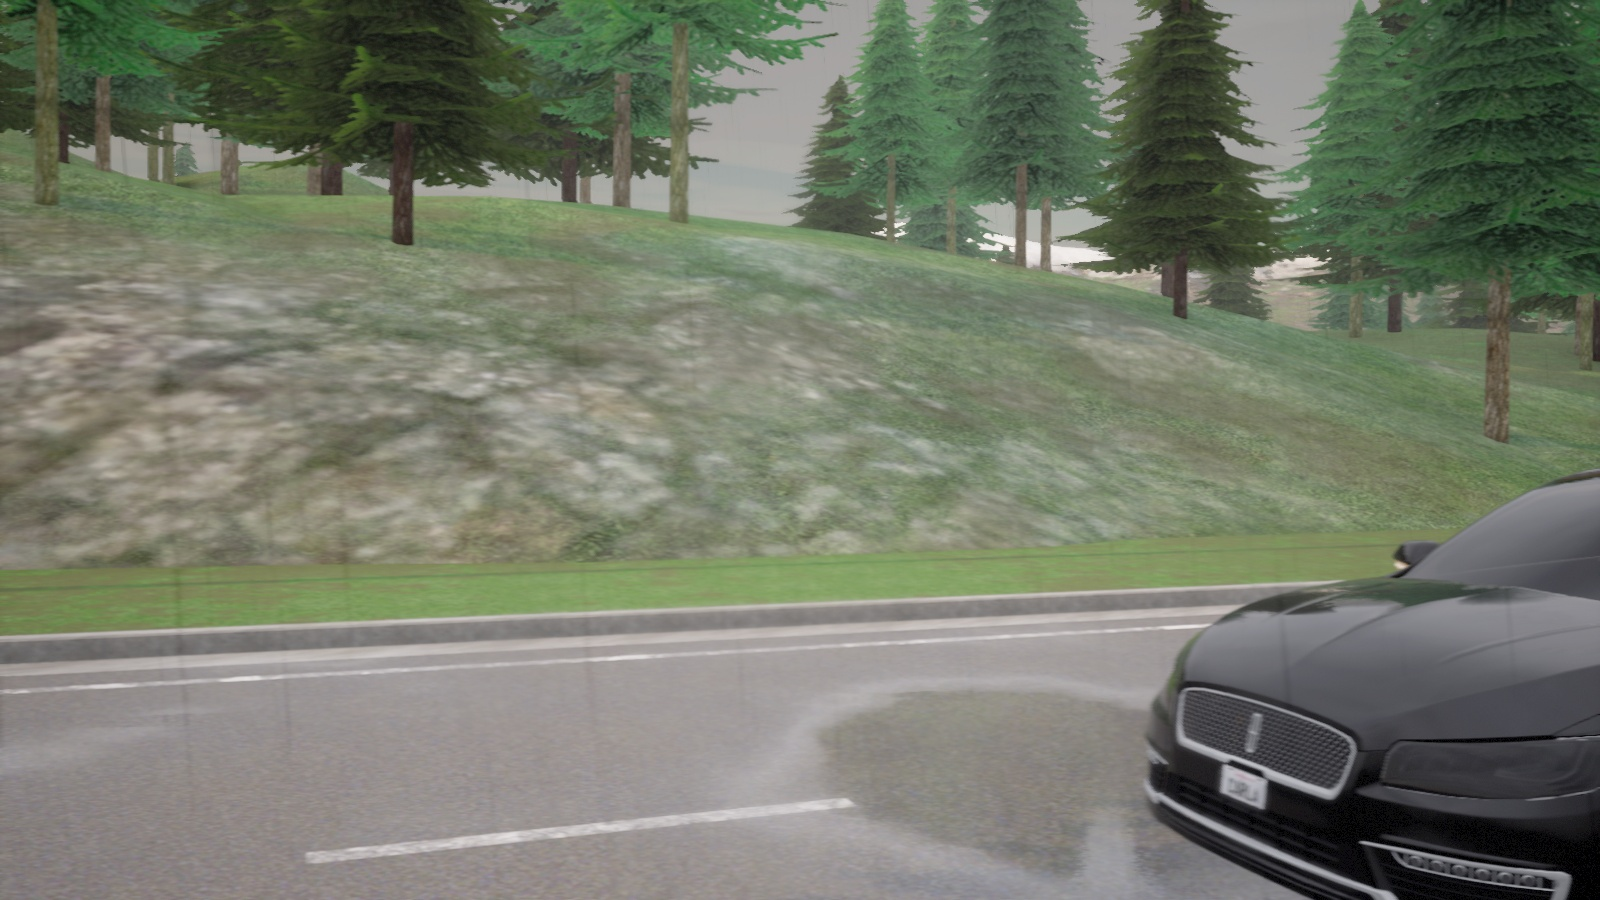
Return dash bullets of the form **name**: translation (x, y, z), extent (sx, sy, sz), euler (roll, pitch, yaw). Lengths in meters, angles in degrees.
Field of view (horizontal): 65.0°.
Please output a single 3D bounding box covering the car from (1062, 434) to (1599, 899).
- **car**: translation (3.575, 0.689, 4.596), extent (4.892, 1.490, 1.837), euler (-1, 1, -21)
